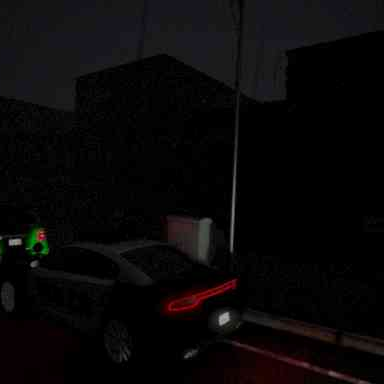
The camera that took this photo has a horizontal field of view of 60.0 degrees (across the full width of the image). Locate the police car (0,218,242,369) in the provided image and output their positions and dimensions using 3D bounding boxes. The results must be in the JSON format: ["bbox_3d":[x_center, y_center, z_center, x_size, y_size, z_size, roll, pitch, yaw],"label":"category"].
[{"bbox_3d":[-1.639,1.491,6.006,5.238,1.638,1.930,0,-1,37],"label":"police car"}]

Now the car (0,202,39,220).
[{"bbox_3d":[-6.373,1.298,9.566,5.566,2.045,2.150,0,-1,37],"label":"car"}]
